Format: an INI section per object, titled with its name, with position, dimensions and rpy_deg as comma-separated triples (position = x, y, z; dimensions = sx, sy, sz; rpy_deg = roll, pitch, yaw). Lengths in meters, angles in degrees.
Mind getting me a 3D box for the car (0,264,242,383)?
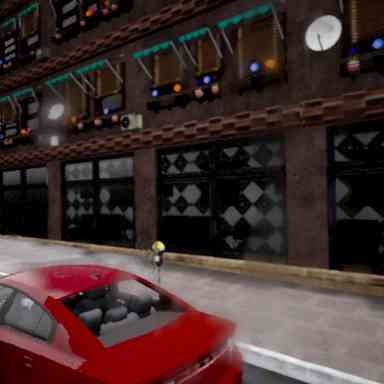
[car]
position = -1.624, 1.540, 3.905
dimensions = 4.507, 1.381, 1.887
rpy_deg = 0, -1, 36
